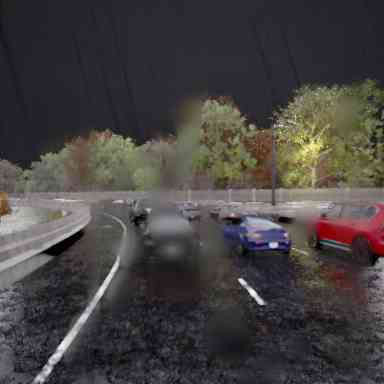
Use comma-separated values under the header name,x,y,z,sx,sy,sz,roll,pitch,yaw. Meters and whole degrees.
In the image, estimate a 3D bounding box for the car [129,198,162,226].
name,x,y,z,sx,sy,sz,roll,pitch,yaw
car,-3.697,1.494,26.365,2.150,2.045,5.566,0,0,-15

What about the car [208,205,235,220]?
name,x,y,z,sx,sy,sz,roll,pitch,yaw
car,2.758,1.837,29.143,1.994,1.385,4.181,0,0,-16

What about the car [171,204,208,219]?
name,x,y,z,sx,sy,sz,roll,pitch,yaw
car,-0.623,1.769,28.266,2.128,1.511,4.902,0,-1,-16

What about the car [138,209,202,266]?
name,x,y,z,sx,sy,sz,roll,pitch,yaw
car,-0.887,1.601,12.241,1.882,1.535,5.008,0,-1,-7

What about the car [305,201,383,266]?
name,x,y,z,sx,sy,sz,roll,pitch,yaw
car,6.195,1.317,12.086,2.150,2.045,5.566,0,0,-6

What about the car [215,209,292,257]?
name,x,y,z,sx,sy,sz,roll,pitch,yaw
car,2.448,1.648,13.566,1.812,1.442,4.674,0,0,-8
